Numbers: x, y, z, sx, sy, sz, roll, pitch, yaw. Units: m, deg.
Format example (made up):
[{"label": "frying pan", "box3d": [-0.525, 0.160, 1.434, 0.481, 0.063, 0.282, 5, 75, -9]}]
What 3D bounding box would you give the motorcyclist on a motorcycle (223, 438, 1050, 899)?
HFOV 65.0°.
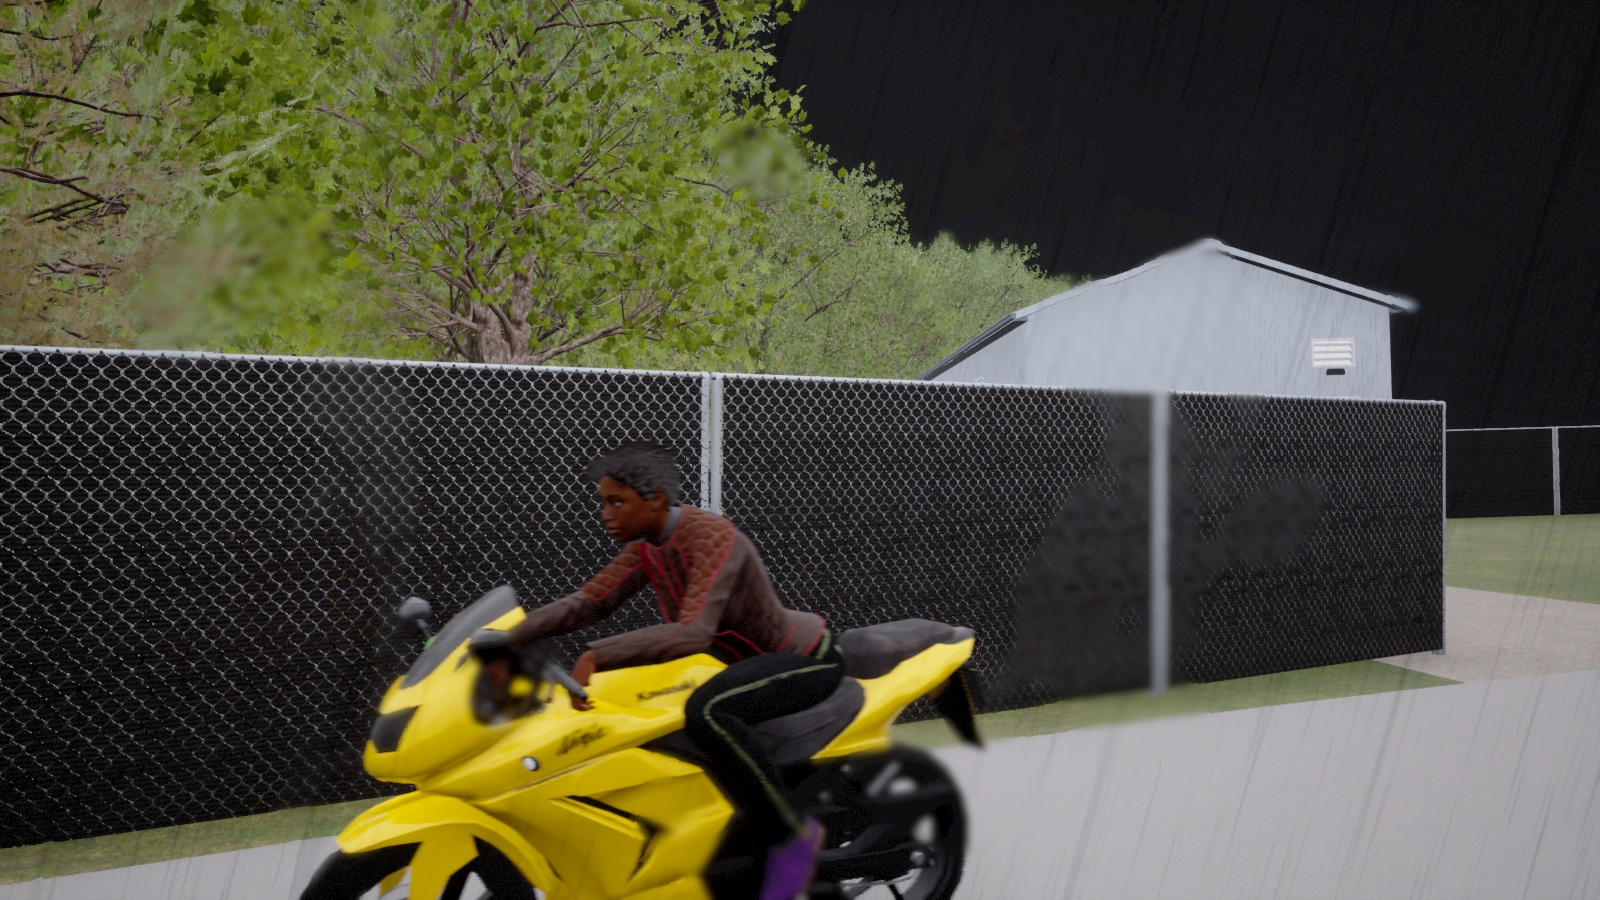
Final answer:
[{"label": "motorcyclist on a motorcycle", "box3d": [-0.370, 0.735, 3.356, 2.044, 1.523, 0.797, 0, 0, -32]}]
